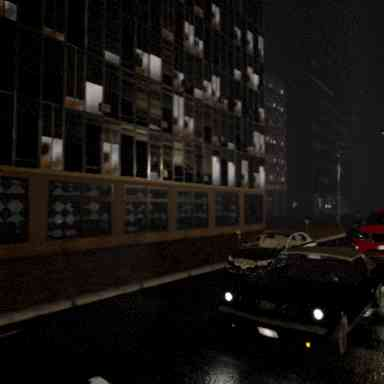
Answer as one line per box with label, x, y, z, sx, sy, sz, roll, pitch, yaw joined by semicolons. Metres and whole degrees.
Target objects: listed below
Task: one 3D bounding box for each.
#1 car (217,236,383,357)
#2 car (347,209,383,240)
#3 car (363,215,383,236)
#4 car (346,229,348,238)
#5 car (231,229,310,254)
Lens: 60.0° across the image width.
car;2.496;1.840;6.675;1.895;1.301;4.718;-2;-3;39
car;8.715;1.750;14.260;2.150;2.045;5.566;-2;-3;40
car;14.949;2.535;25.872;2.008;1.369;4.403;-2;-3;39
car;11.363;2.385;21.518;1.947;1.339;4.313;-2;-3;39
car;2.864;1.975;11.161;2.008;1.369;4.403;-2;-3;39
